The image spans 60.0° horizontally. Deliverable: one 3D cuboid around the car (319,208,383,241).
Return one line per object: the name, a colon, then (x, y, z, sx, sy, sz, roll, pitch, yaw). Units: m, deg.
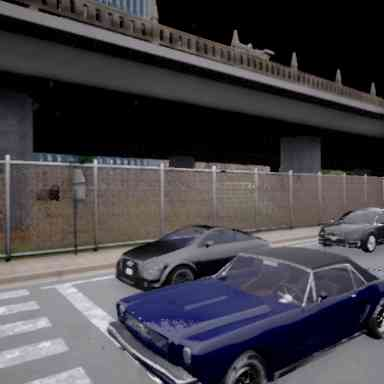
car: (7.127, 1.450, 13.588, 4.892, 1.490, 1.837, 0, 0, -36)

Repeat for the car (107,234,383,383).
car: (1.256, 1.590, 4.933, 4.718, 1.301, 1.895, 0, 0, -36)

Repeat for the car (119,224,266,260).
car: (0.222, 1.555, 8.515, 4.181, 1.385, 1.994, 0, 0, -36)
